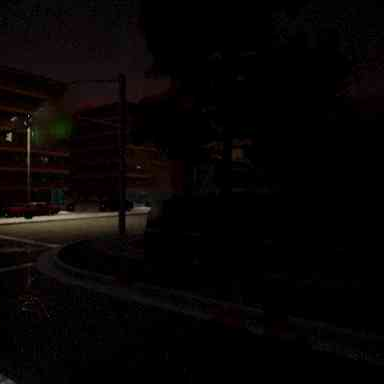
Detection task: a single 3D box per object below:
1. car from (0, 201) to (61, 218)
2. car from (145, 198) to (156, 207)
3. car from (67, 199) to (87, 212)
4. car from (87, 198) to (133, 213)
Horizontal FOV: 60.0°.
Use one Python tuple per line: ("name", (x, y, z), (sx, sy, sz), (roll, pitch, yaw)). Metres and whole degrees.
("car", (-14.366, 1.595, 29.850), (1.895, 1.301, 4.718), (0, 0, 33))
("car", (-4.948, 1.558, 48.743), (1.994, 1.385, 4.181), (0, 0, 36))
("car", (-12.299, 1.556, 38.601), (1.994, 1.385, 4.181), (0, 0, 37))
("car", (-8.830, 1.470, 37.449), (1.882, 1.535, 5.008), (0, 0, 36))
